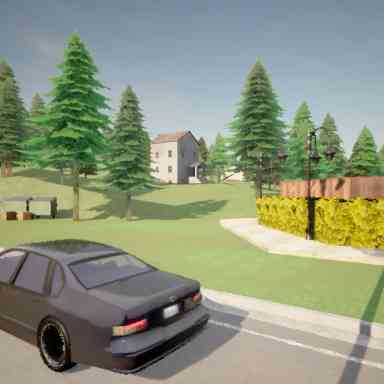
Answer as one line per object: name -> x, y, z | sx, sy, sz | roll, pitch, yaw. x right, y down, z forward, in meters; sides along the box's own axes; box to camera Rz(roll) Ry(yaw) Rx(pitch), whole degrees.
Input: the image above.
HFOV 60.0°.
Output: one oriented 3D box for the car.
car -> -2.299, 1.547, 5.632 | 5.357, 1.411, 2.033 | 0, 0, 36
